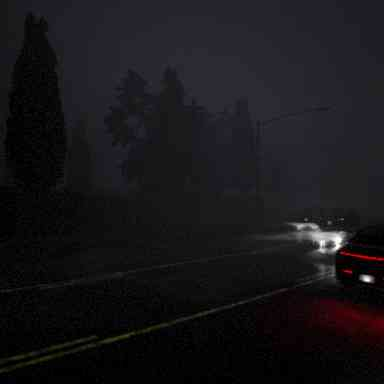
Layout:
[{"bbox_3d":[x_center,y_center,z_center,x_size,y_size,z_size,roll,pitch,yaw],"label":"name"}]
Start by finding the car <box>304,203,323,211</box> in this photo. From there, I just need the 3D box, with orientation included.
[{"bbox_3d":[23.708,2.898,65.289,1.812,1.442,4.674,0,-1,-4],"label":"car"}]

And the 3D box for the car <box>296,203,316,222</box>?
[{"bbox_3d":[11.182,1.987,29.883,2.033,1.411,5.357,0,-1,38],"label":"car"}]

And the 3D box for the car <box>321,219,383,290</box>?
[{"bbox_3d":[5.407,1.551,8.379,4.892,1.490,1.837,1,0,-41],"label":"car"}]

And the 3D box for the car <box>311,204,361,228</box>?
[{"bbox_3d":[10.647,1.820,23.798,2.128,1.511,4.902,0,-1,41],"label":"car"}]
